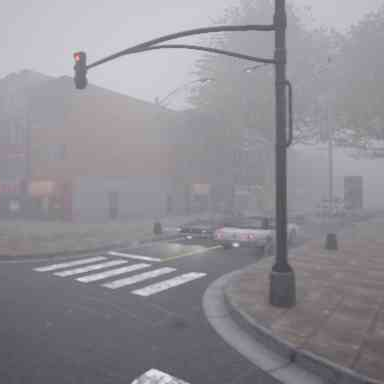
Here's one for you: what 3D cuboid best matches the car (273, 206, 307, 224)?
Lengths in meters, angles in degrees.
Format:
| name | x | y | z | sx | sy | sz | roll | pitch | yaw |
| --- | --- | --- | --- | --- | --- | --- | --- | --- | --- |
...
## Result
| name | x | y | z | sx | sy | sz | roll | pitch | yaw |
| --- | --- | --- | --- | --- | --- | --- | --- | --- | --- |
| car | 7.255 | 1.778 | 25.345 | 1.994 | 1.385 | 4.181 | -1 | -1 | 36 |

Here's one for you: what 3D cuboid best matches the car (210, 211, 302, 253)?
| name | x | y | z | sx | sy | sz | roll | pitch | yaw |
| --- | --- | --- | --- | --- | --- | --- | --- | --- | --- |
| car | 2.927 | 1.706 | 14.310 | 1.895 | 1.301 | 4.718 | -1 | -1 | 36 |

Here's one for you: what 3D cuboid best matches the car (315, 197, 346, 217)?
| name | x | y | z | sx | sy | sz | roll | pitch | yaw |
| --- | --- | --- | --- | --- | --- | --- | --- | --- | --- |
| car | 15.186 | 1.548 | 36.306 | 2.150 | 2.045 | 5.566 | -1 | -1 | 36 |

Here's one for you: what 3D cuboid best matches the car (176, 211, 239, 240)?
| name | x | y | z | sx | sy | sz | roll | pitch | yaw |
| --- | --- | --- | --- | --- | --- | --- | --- | --- | --- |
| car | 1.461 | 1.689 | 17.341 | 2.033 | 1.411 | 5.357 | -1 | -1 | 36 |
